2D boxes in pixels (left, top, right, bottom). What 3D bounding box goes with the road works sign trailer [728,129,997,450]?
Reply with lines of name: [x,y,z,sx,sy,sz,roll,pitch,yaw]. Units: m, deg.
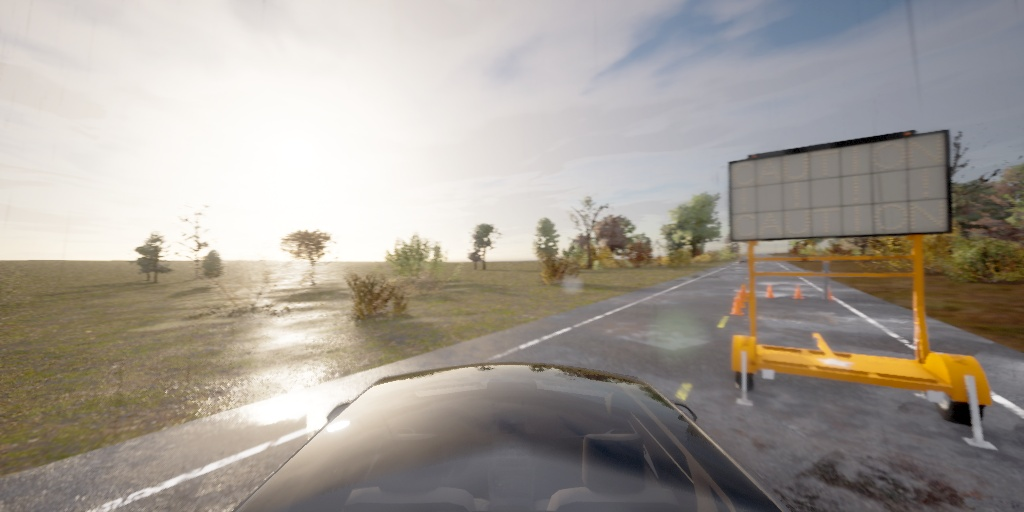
road works sign trailer: [4.705,0.149,5.333,2.380,3.560,2.880,0,0,35]
